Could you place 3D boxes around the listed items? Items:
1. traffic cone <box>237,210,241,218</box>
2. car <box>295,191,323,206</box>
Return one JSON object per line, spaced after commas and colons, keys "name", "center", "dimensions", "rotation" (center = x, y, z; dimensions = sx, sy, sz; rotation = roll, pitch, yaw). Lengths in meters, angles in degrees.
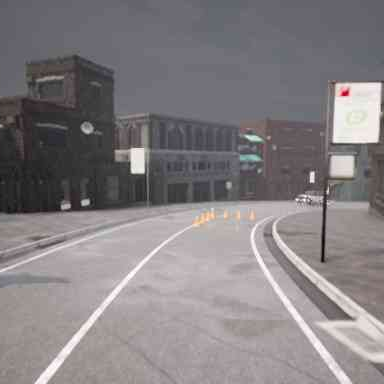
{"name": "traffic cone", "center": [3.508, 1.645, 24.775], "dimensions": [0.340, 0.580, 0.340], "rotation": [2, 1, 12]}
{"name": "car", "center": [17.468, 0.852, 48.447], "dimensions": [5.566, 2.045, 2.150], "rotation": [2, 3, -37]}
